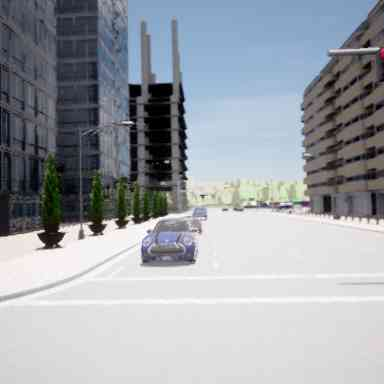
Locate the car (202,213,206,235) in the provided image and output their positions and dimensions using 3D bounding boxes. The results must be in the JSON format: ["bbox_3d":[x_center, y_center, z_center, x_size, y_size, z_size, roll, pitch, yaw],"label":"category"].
[{"bbox_3d":[-0.115,2.642,26.682,1.994,1.385,4.181,-2,-2,3],"label":"car"}]

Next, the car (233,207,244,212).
[{"bbox_3d":[13.685,4.990,94.487,2.033,1.411,5.357,-2,-2,3],"label":"car"}]

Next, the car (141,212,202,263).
[{"bbox_3d":[-0.818,1.963,14.594,2.097,1.767,4.553,-2,-2,3],"label":"car"}]

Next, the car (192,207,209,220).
[{"bbox_3d":[1.351,3.245,50.901,2.150,2.045,5.566,-2,-3,4],"label":"car"}]
